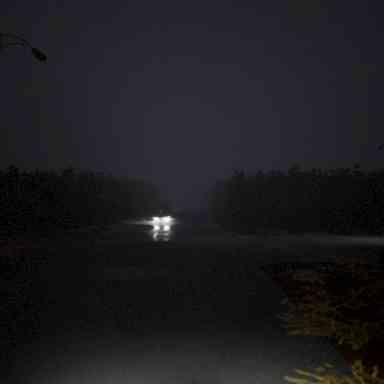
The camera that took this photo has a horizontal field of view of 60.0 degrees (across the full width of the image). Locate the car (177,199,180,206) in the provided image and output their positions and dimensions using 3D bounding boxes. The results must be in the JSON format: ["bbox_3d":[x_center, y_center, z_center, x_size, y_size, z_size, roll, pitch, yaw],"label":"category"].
[{"bbox_3d":[-3.107,1.998,61.629,1.882,1.535,5.008,0,-1,0],"label":"car"}]

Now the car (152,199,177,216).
[{"bbox_3d":[-3.104,1.692,35.374,2.128,1.511,4.902,0,0,0],"label":"car"}]
